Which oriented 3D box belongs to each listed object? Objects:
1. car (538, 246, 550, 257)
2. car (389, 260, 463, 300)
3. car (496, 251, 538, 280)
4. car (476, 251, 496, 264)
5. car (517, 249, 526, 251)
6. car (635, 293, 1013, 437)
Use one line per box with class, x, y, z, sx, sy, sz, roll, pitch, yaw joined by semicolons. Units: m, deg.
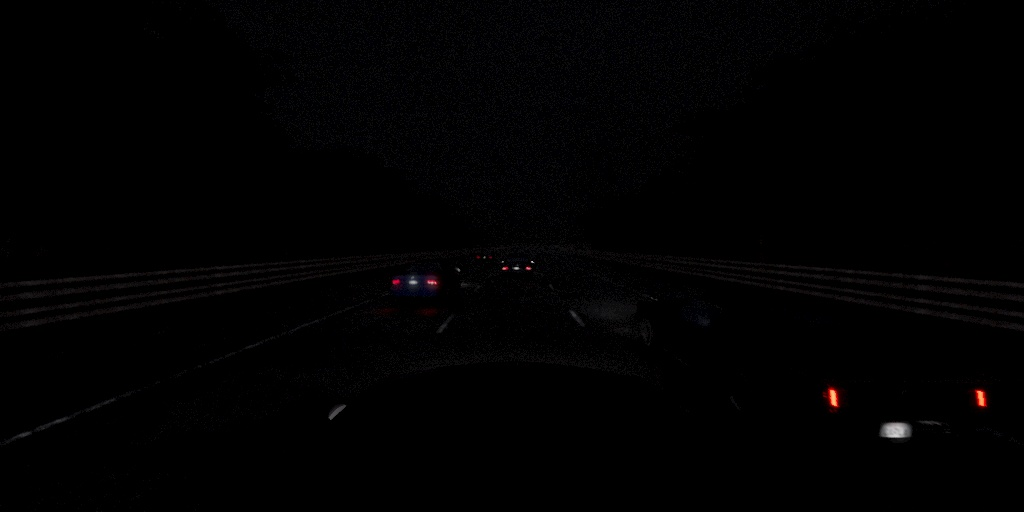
car;5.357;-0.506;60.779;1.994;1.385;4.181;0;2;4
car;-3.301;0.867;14.671;2.033;1.411;5.357;0;2;1
car;0.329;0.640;21.904;2.033;1.411;5.357;0;2;1
car;-2.673;0.134;38.629;2.033;1.411;5.357;0;2;2
car;1.346;-0.222;49.946;1.812;1.442;4.674;0;2;3
car;3.514;1.224;5.478;1.895;1.301;4.718;0;2;0
